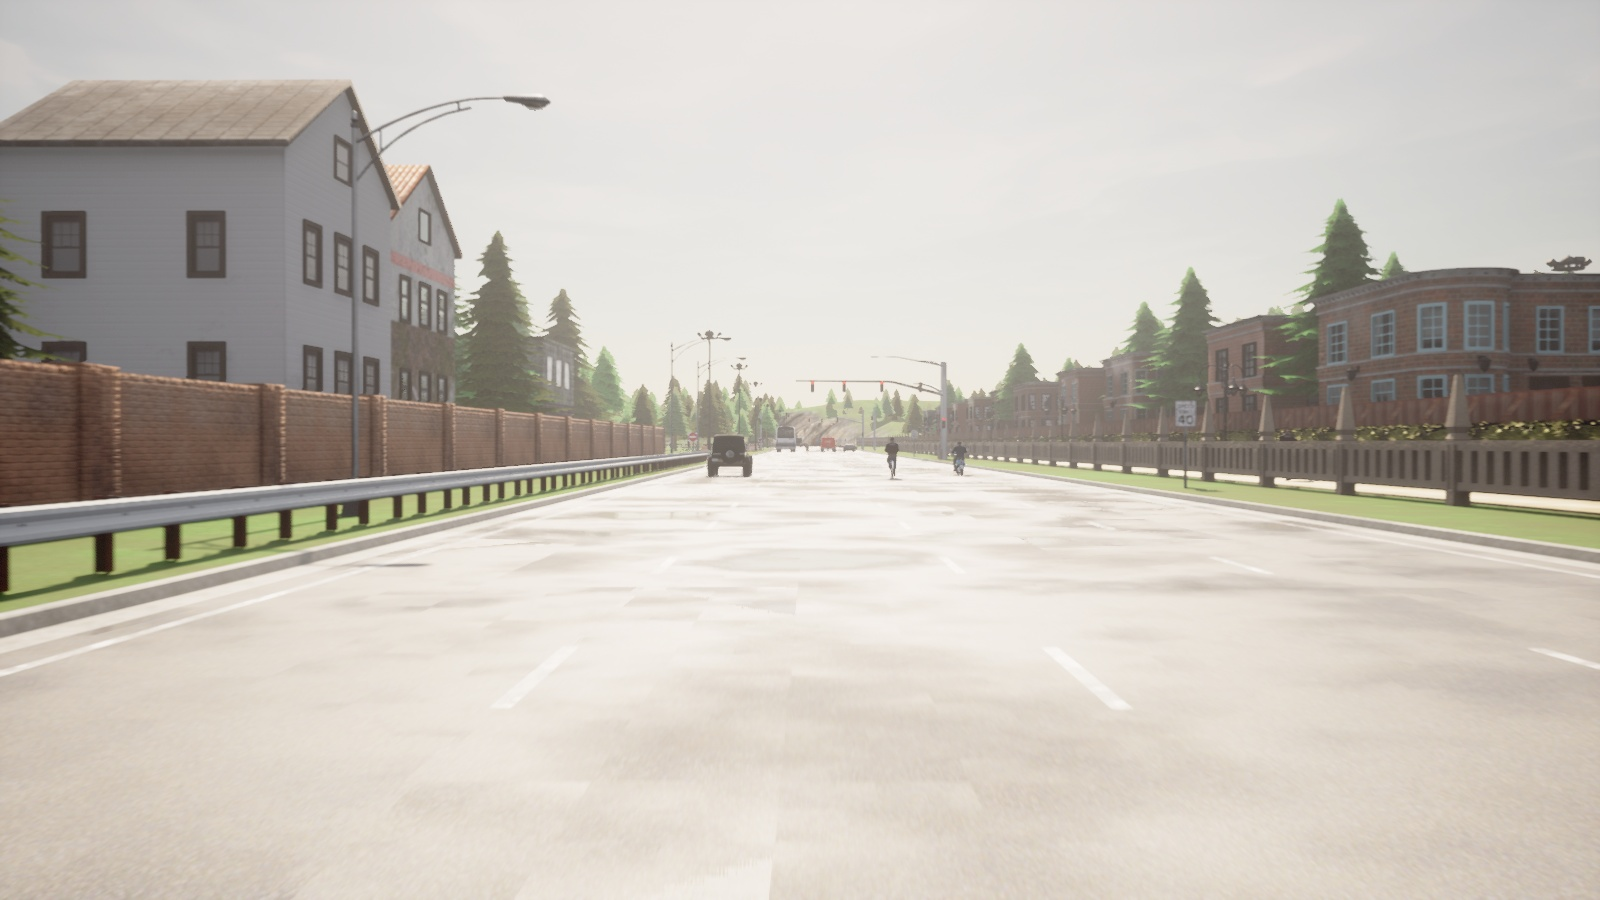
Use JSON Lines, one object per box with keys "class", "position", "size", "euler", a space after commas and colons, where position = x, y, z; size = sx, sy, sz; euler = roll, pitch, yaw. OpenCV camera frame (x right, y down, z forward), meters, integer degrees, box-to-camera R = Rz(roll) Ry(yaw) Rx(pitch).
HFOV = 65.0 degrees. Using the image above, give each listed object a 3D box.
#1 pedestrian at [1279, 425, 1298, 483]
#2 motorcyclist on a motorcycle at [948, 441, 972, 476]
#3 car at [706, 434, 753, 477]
{"class": "pedestrian", "position": [16.319, 0.133, 41.955], "size": [0.402, 1.930, 0.666], "euler": [0, 0, 0]}
{"class": "motorcyclist on a motorcycle", "position": [7.343, 0.382, 57.691], "size": [0.866, 1.590, 1.817], "euler": [0, 0, 0]}
{"class": "car", "position": [-3.161, 0.220, 56.944], "size": [1.905, 1.878, 3.866], "euler": [0, 0, 0]}
